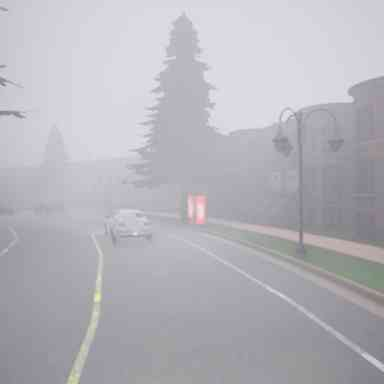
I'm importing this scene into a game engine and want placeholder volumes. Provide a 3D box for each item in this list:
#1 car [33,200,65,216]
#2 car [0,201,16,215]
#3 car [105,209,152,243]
[{"bbox_3d":[-15.051,1.615,34.848,2.128,1.511,4.902,0,0,-45],"label":"car"},{"bbox_3d":[-20.037,1.666,34.487,4.892,1.490,1.837,0,0,40],"label":"car"},{"bbox_3d":[-3.211,1.554,16.449,1.812,1.442,4.674,0,0,-20],"label":"car"}]
